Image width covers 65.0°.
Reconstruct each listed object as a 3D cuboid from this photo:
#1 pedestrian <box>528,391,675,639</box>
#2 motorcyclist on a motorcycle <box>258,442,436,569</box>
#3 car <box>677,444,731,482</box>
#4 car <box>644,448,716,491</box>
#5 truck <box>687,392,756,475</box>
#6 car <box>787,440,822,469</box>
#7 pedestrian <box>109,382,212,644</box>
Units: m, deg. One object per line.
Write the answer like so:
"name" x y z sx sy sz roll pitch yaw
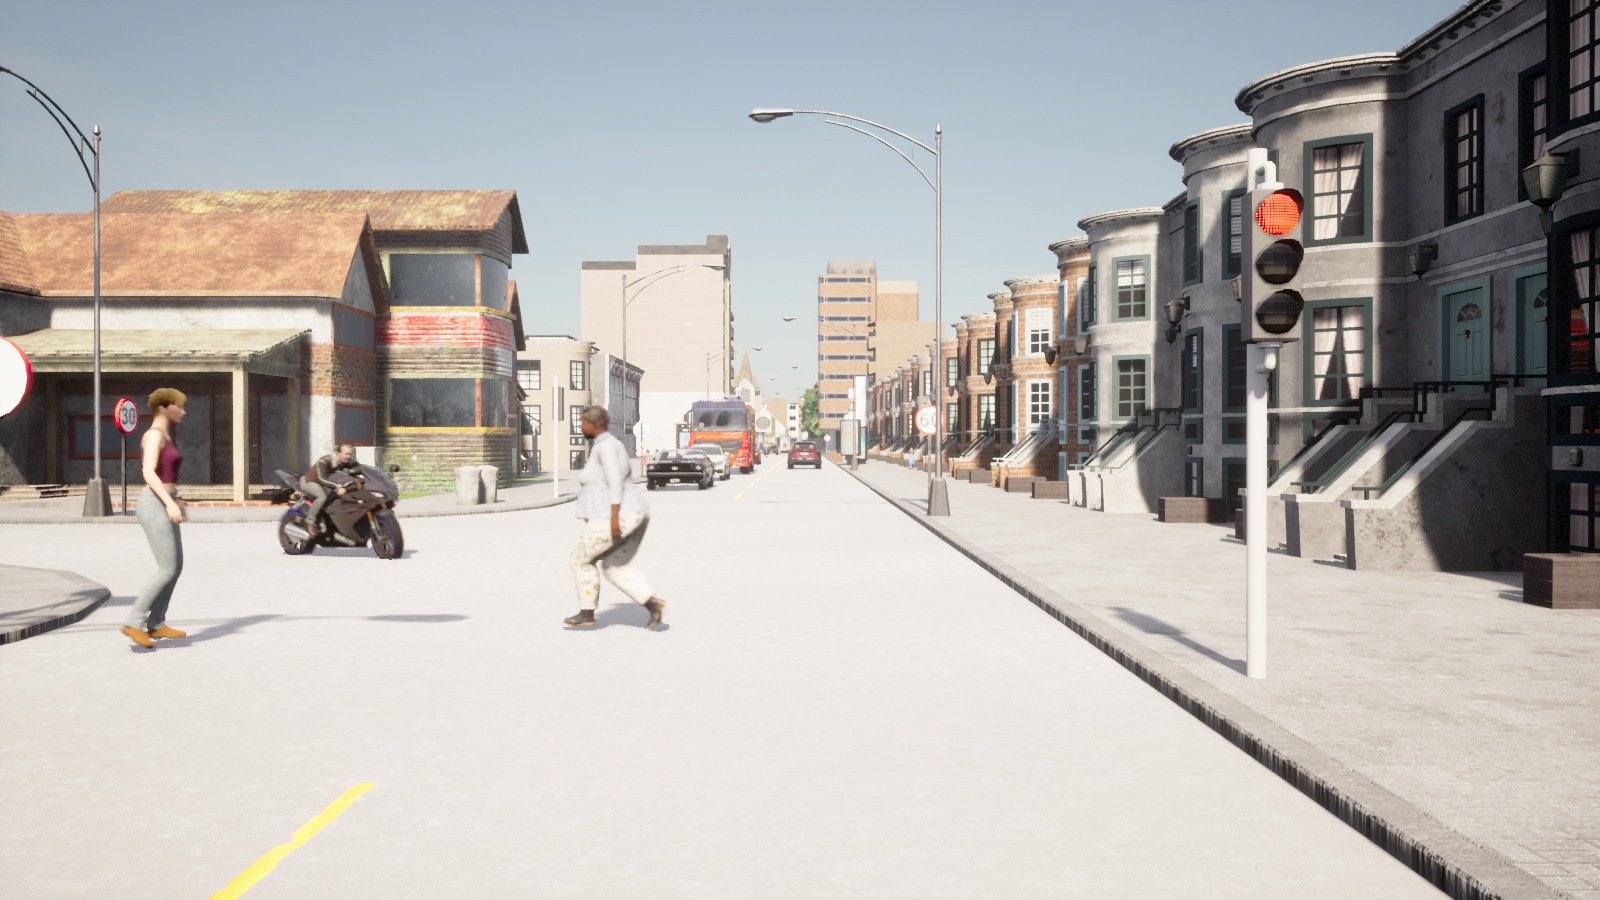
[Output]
"pedestrian" -1.547 0.483 9.907 0.900 1.855 0.874 0 0 11
"motorcyclist on a motorcycle" -5.906 0.684 16.350 2.191 1.530 0.866 0 3 26
"car" -3.820 0.482 50.824 1.812 1.442 4.674 0 0 0
"car" -3.852 0.612 41.032 1.895 1.301 4.718 0 0 0
"truck" -3.776 -0.773 62.368 2.891 3.827 8.468 0 0 0
"car" 0.264 0.261 73.606 2.033 1.649 4.856 0 0 0
"pedestrian" -4.585 0.440 9.016 0.594 1.836 0.345 0 0 -14
